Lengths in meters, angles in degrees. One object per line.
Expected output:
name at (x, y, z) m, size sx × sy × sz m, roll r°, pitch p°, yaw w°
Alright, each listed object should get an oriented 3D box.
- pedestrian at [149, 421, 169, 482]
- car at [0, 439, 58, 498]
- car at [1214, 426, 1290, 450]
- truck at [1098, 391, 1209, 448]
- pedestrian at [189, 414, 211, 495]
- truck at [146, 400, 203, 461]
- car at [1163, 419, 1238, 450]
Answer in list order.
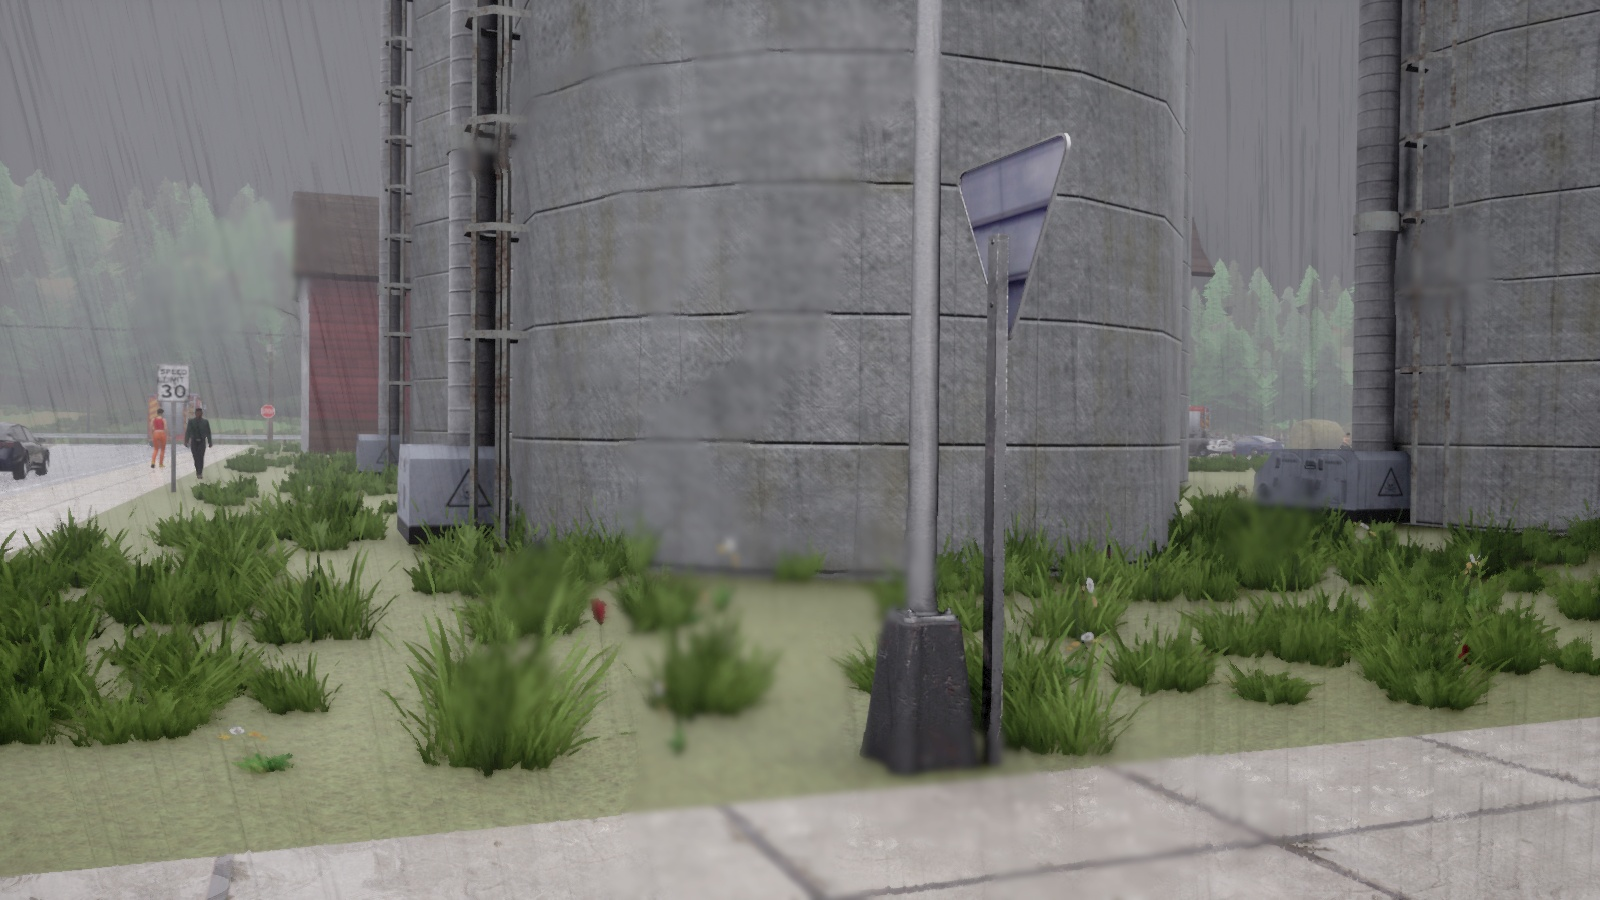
pedestrian at (-19.704, 0.038, 38.624) m, size 0.345 × 1.836 × 0.594 m, roll -1°, pitch 1°, yaw -10°
car at (-21.860, 0.479, 34.132) m, size 2.163 × 1.488 × 4.792 m, roll -1°, pitch 1°, yaw -22°
car at (28.201, -0.784, 78.468) m, size 1.812 × 1.442 × 4.674 m, roll -1°, pitch 1°, yaw -21°
truck at (24.537, -2.088, 87.621) m, size 2.891 × 3.827 × 8.468 m, roll -1°, pitch 1°, yaw -22°
pedestrian at (-14.774, 0.106, 30.920) m, size 0.423 × 1.949 × 0.788 m, roll -1°, pitch 1°, yaw -23°
truck at (-41.268, -1.272, 83.036) m, size 2.891 × 3.827 × 8.468 m, roll -1°, pitch 1°, yaw -24°
car at (24.745, -0.943, 77.672) m, size 1.932 × 1.855 × 4.605 m, roll -1°, pitch 1°, yaw -22°
